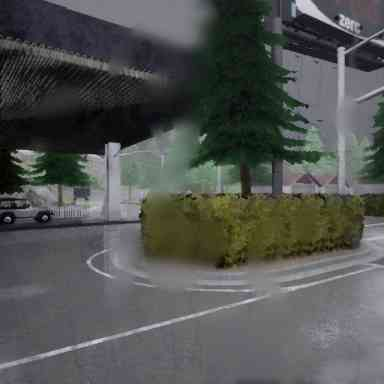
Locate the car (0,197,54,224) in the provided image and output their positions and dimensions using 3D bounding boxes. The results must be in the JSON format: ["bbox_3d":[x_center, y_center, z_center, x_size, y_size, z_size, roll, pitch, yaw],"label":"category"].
[{"bbox_3d":[-11.964,1.313,23.481,3.866,1.878,1.905,0,0,-36],"label":"car"}]
